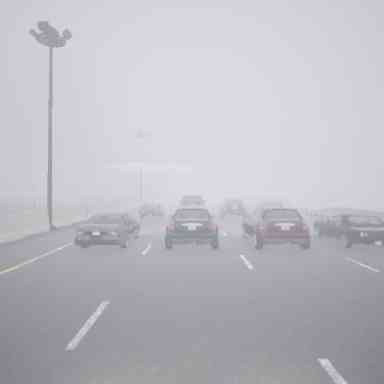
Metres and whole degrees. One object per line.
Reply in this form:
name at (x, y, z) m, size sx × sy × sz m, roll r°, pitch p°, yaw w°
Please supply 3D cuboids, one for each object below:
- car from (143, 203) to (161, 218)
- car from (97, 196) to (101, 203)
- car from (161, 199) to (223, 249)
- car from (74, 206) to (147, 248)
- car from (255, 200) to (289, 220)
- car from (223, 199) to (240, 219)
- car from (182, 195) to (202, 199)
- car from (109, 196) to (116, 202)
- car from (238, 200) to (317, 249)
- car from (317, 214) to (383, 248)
car at (-3.467, 1.622, 29.670) m, size 1.895 × 1.301 × 4.718 m, roll 0°, pitch 0°, yaw 0°
car at (-20.844, 1.599, 74.716) m, size 1.837 × 1.490 × 4.892 m, roll 0°, pitch -1°, yaw 0°
car at (0.000, 1.367, 14.622) m, size 2.097 × 1.767 × 4.553 m, roll 0°, pitch 0°, yaw 0°
car at (-3.500, 1.564, 14.652) m, size 2.033 × 1.411 × 5.357 m, roll 0°, pitch 0°, yaw 0°
car at (7.033, 1.521, 29.611) m, size 1.837 × 1.490 × 4.892 m, roll 0°, pitch 0°, yaw 0°
car at (3.533, 1.371, 29.591) m, size 2.097 × 1.767 × 4.553 m, roll 0°, pitch 0°, yaw 0°
car at (0.033, 1.263, 29.662) m, size 2.150 × 2.045 × 5.566 m, roll 0°, pitch 0°, yaw 0°
car at (-17.344, 1.638, 74.706) m, size 2.033 × 1.411 × 5.357 m, roll 0°, pitch -1°, yaw 0°
car at (3.500, 1.367, 14.622) m, size 2.097 × 1.767 × 4.553 m, roll 0°, pitch 0°, yaw 0°
car at (7.000, 1.617, 14.682) m, size 1.895 × 1.301 × 4.718 m, roll 0°, pitch 0°, yaw 0°
